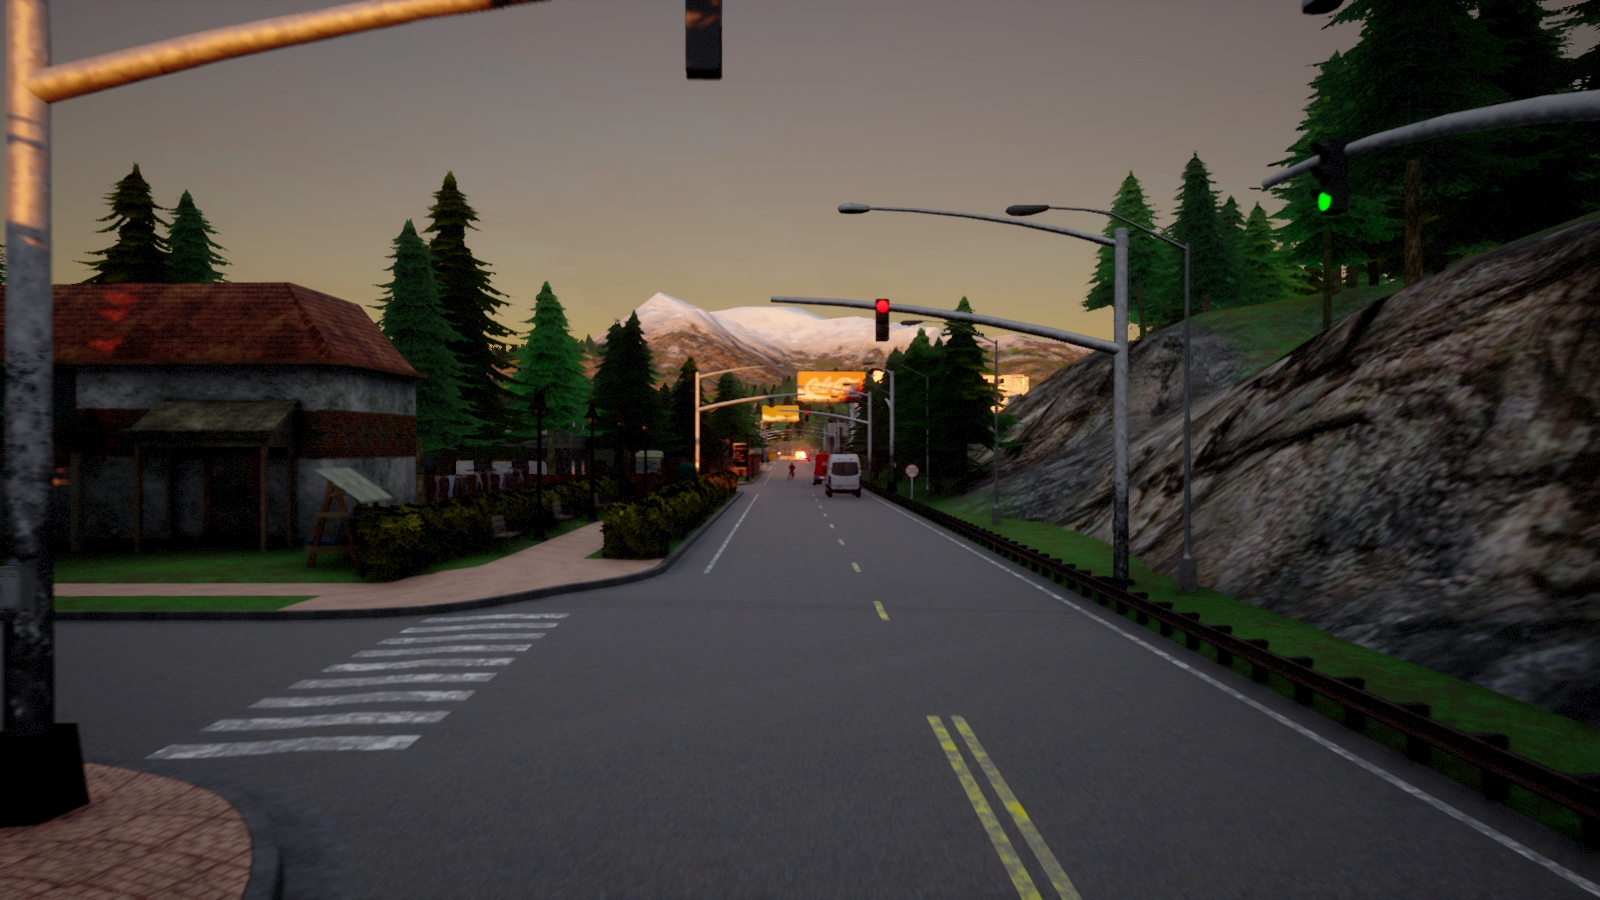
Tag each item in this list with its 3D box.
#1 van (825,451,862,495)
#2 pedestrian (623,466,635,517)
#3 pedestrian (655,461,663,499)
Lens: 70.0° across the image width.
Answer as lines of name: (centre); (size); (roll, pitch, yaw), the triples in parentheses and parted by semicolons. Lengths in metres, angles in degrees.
van: (2.615, 1.336, 69.781); (1.988, 2.561, 5.915); (0, 0, -1)
pedestrian: (-6.188, 1.499, 41.371); (0.375, 1.860, 0.375); (0, 0, 2)
pedestrian: (-7.021, 1.497, 56.964); (0.375, 1.860, 0.375); (0, 0, -1)
